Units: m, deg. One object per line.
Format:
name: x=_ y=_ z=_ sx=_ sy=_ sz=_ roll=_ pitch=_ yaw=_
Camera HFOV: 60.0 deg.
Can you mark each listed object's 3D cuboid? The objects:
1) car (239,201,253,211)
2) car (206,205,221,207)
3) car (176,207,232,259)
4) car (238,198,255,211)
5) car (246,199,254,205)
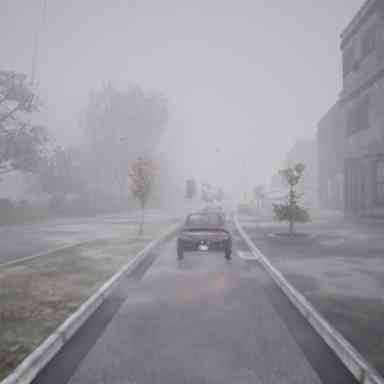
car: x=8.626 y=2.122 z=52.961 sx=2.163 sy=1.488 sz=4.792 roll=0 pitch=-1 yaw=11
car: x=1.801 y=1.759 z=28.448 sx=1.994 sy=1.385 sz=4.181 roll=0 pitch=-1 yaw=6
car: x=0.495 y=1.531 z=12.746 sx=2.128 sy=1.511 sz=4.902 roll=0 pitch=0 yaw=3
car: x=7.615 y=1.995 z=47.557 sx=2.097 sy=1.535 sz=5.008 roll=-1 pitch=-1 yaw=10
car: x=15.921 y=2.748 z=91.047 sx=2.231 sy=1.521 sz=4.892 roll=0 pitch=-1 yaw=11
